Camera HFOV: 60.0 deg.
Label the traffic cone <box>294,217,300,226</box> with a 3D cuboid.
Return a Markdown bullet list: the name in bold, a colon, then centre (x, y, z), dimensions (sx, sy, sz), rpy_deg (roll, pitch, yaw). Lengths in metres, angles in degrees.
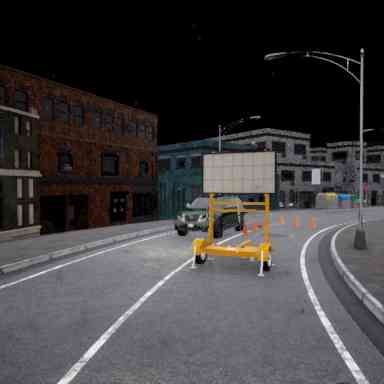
- **traffic cone**: centre (7.055, 1.969, 22.280), dimensions (0.340, 0.580, 0.340), rpy_deg (1, 0, 24)

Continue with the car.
- **car**: centre (1.149, 1.197, 17.735), dimensions (2.150, 2.045, 5.566), rpy_deg (0, 0, 26)

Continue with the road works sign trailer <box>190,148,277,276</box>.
- **road works sign trailer**: centre (1.519, 0.461, 10.603), dimensions (2.380, 3.560, 2.880), rpy_deg (0, 0, 24)
